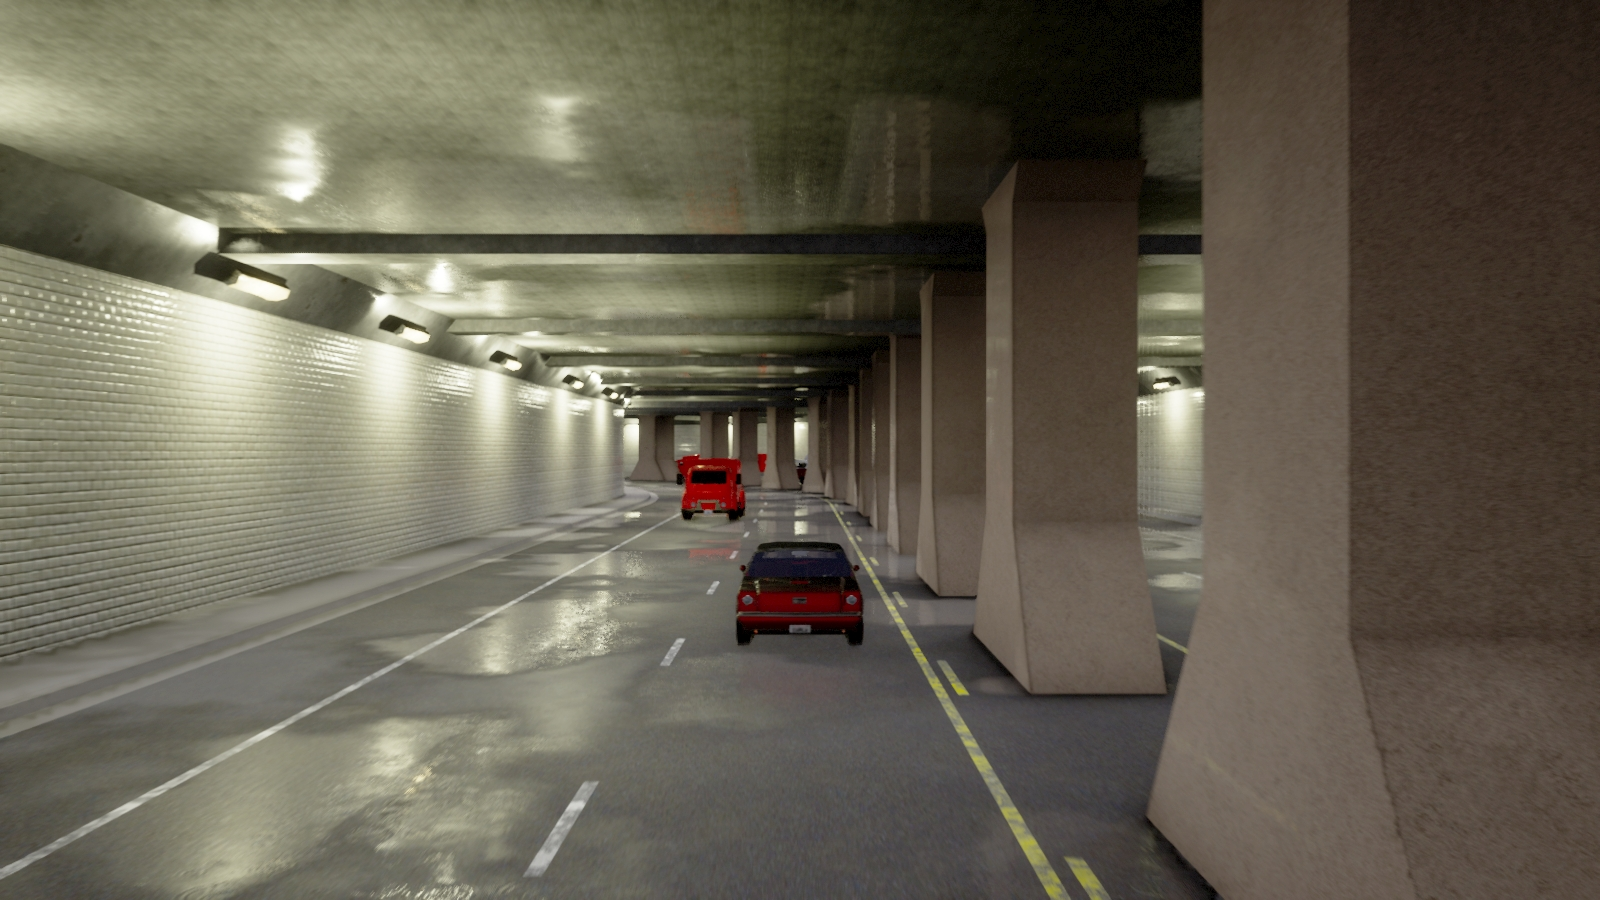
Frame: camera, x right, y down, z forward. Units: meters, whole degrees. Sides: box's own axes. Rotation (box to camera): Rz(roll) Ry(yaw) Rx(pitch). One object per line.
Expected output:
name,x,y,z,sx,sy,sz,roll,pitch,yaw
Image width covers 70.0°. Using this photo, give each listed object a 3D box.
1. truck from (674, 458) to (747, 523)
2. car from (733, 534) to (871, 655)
truck,-3.551,1.568,46.390,2.627,2.467,5.204,0,0,-1
car,0.027,2.155,17.986,1.895,1.301,4.718,0,0,0
